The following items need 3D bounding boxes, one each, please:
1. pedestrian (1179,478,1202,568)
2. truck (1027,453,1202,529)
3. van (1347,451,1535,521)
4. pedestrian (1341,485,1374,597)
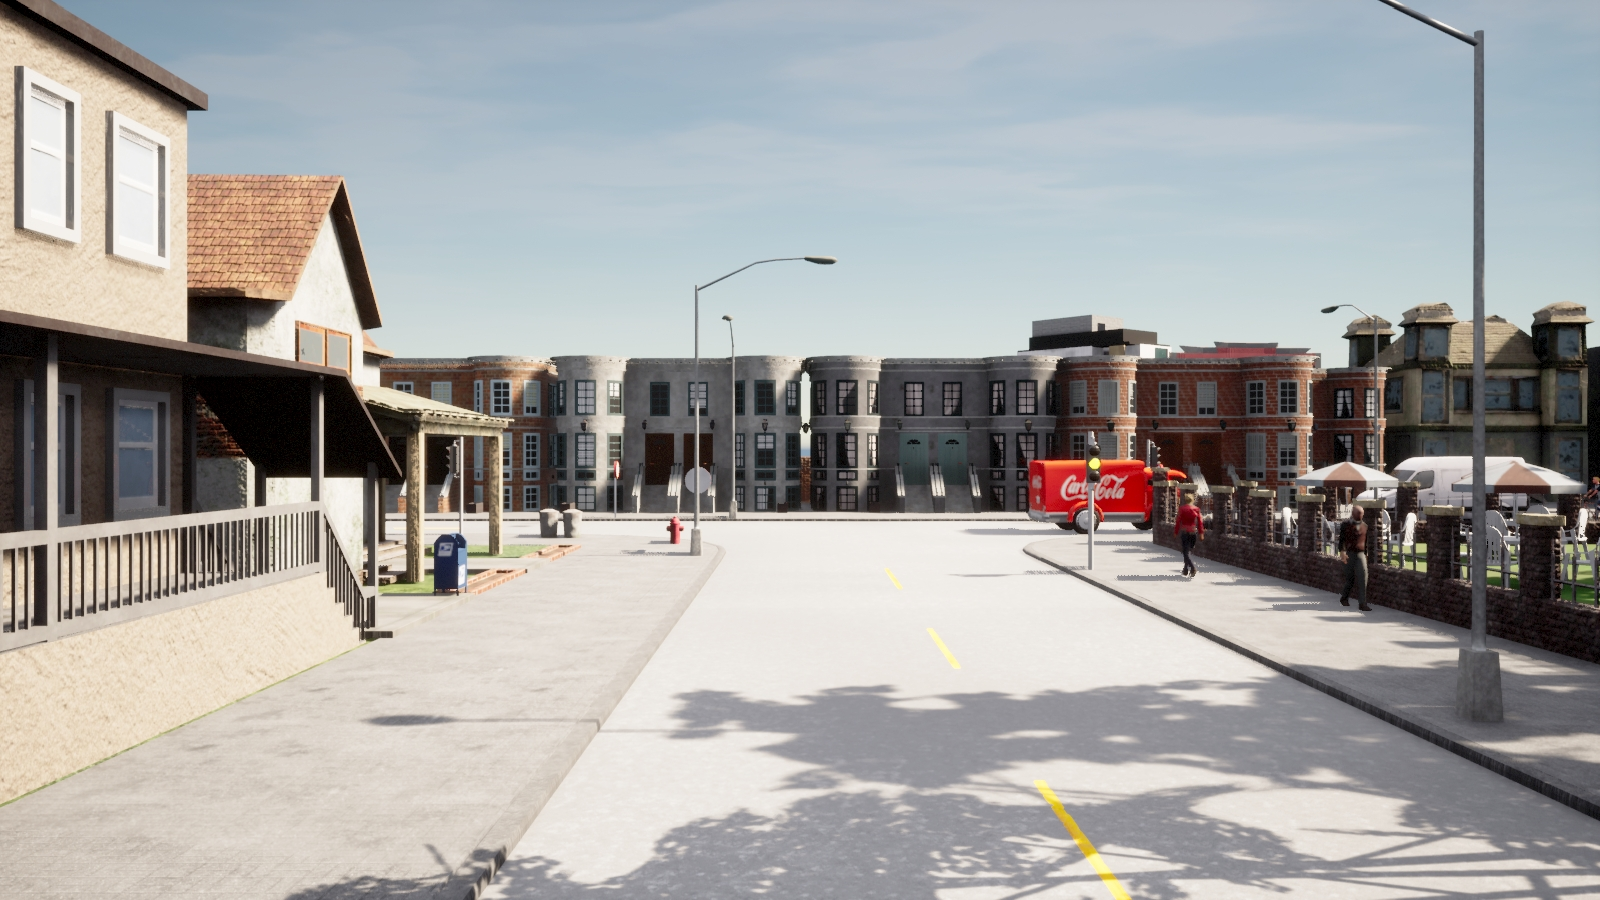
[{"bbox_3d":[8.143,1.516,23.827,0.375,1.860,0.375,0,0,2],"label":"pedestrian"},{"bbox_3d":[10.615,1.351,38.938,5.204,2.467,2.627,0,0,-2],"label":"truck"},{"bbox_3d":[23.901,1.314,42.744,5.915,2.561,1.988,0,0,0],"label":"van"},{"bbox_3d":[9.373,1.523,19.227,0.375,1.860,0.375,0,0,1],"label":"pedestrian"}]
